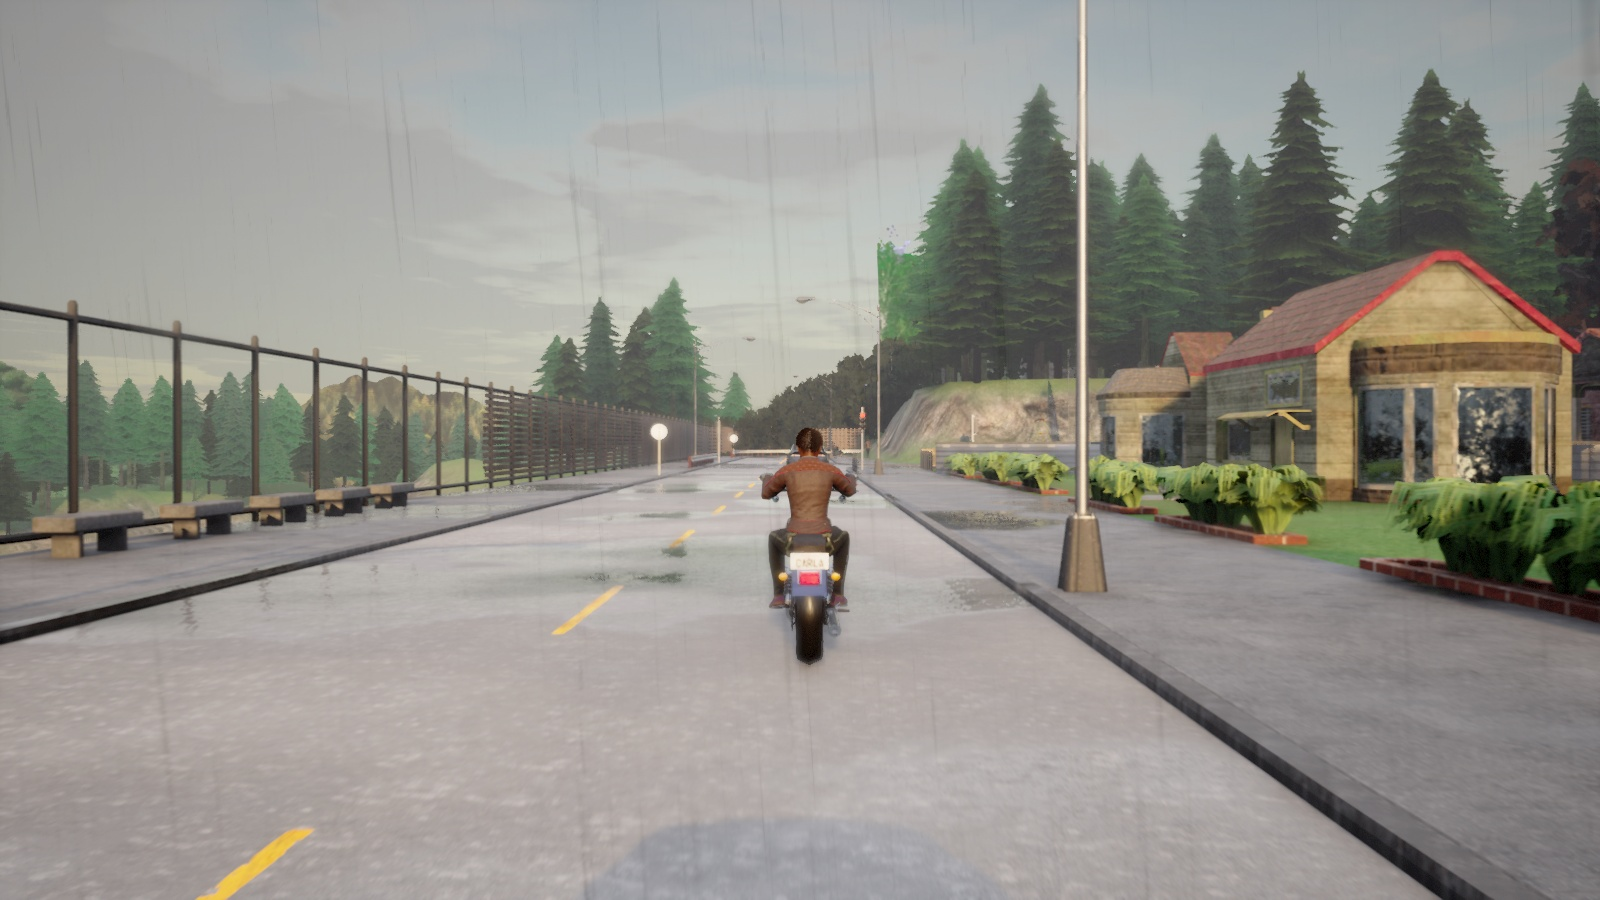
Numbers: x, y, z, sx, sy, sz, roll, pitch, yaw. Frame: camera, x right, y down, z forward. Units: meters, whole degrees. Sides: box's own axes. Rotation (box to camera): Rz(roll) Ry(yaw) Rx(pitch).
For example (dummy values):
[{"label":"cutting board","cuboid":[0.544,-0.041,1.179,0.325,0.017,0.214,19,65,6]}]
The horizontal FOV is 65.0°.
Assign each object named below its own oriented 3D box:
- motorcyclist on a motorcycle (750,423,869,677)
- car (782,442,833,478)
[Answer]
[{"label":"motorcyclist on a motorcycle","cuboid":[0.068,0.644,9.306,0.766,1.649,2.350,0,0,0]},{"label":"car","cuboid":[0.339,0.393,55.077,2.128,1.511,4.902,0,0,0]}]
